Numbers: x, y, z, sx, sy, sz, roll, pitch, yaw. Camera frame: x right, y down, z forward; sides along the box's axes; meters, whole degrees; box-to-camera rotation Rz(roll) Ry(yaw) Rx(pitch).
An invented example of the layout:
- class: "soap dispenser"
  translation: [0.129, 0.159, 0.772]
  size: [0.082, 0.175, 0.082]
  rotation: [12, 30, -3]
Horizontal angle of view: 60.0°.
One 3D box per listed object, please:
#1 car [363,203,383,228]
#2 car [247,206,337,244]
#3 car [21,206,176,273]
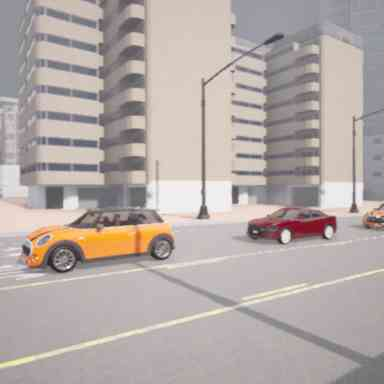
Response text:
- class: "car"
  translation: [12.895, 1.443, 21.170]
  size: [4.553, 1.767, 2.097]
  rotation: [1, 0, -34]
- class: "car"
  translation: [4.788, 1.459, 15.688]
  size: [5.008, 1.535, 1.882]
  rotation: [1, 0, -34]
- class: "car"
  translation: [-2.822, 1.287, 10.526]
  size: [4.553, 1.767, 2.097]
  rotation: [0, 0, -34]
